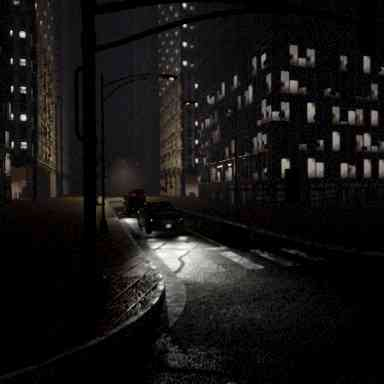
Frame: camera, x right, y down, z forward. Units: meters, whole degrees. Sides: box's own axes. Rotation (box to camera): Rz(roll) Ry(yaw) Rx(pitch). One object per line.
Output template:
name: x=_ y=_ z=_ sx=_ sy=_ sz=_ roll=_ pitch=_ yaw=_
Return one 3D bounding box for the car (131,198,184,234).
car: x=-1.781 y=1.291 z=17.858 sx=2.128 sy=1.511 sz=4.902 roll=-1 pitch=1 yaw=-16

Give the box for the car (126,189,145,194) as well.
car: x=-8.318 y=0.539 z=50.500 sx=2.150 sy=2.045 sz=5.566 roll=-1 pitch=1 yaw=-16

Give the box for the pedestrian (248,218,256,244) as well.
pedestrian: x=2.465 y=1.521 z=13.452 sx=0.500 sy=1.100 sz=0.500 roll=0 pitch=0 yaw=-16

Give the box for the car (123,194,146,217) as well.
car: x=-4.623 y=1.167 z=27.510 sx=1.837 sy=1.490 sz=4.892 roll=-1 pitch=1 yaw=-16

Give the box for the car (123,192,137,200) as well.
car: x=-11.355 y=0.734 z=60.774 sx=1.994 sy=1.385 sz=4.181 roll=-1 pitch=1 yaw=-16
